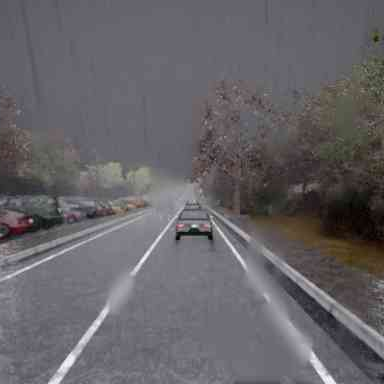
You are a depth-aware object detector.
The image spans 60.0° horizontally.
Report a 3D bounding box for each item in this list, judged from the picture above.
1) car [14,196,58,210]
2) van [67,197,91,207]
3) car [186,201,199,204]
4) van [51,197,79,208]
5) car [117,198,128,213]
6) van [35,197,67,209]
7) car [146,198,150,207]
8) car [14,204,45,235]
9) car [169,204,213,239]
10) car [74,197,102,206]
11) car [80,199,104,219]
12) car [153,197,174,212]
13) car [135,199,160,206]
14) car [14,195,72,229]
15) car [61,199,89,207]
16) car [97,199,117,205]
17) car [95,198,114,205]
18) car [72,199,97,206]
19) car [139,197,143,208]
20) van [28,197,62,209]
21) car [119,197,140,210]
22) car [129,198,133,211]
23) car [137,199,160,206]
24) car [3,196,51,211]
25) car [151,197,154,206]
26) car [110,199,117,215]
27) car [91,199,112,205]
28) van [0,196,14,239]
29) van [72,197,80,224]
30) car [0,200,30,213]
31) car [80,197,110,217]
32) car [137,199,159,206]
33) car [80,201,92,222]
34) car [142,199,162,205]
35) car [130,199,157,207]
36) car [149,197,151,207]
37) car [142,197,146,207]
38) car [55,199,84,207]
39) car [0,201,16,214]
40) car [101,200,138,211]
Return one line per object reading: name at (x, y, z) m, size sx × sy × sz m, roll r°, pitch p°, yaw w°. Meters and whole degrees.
car at (-23.335, 1.667, 49.956) m, size 5.566 × 2.045 × 2.435 m, roll 0°, pitch -1°, yaw 0°
van at (-23.464, 2.012, 69.212) m, size 4.442 × 1.987 × 1.878 m, roll 0°, pitch -1°, yaw 0°
car at (0.088, 1.733, 37.881) m, size 2.128 × 1.511 × 4.902 m, roll 0°, pitch -1°, yaw 0°
van at (-23.246, 1.857, 61.050) m, size 4.442 × 1.987 × 1.878 m, roll 0°, pitch -1°, yaw 0°
car at (-10.109, 1.713, 35.977) m, size 5.366 × 1.575 × 1.946 m, roll 0°, pitch -1°, yaw 0°
van at (-23.475, 1.773, 55.495) m, size 4.442 × 1.987 × 1.878 m, roll 0°, pitch -1°, yaw 0°
car at (-10.306, 2.069, 58.184) m, size 4.792 × 1.488 × 2.163 m, roll 0°, pitch -1°, yaw 0°
car at (-10.340, 1.491, 16.571) m, size 4.792 × 1.488 × 2.163 m, roll 0°, pitch 0°, yaw 0°
car at (0.103, 1.583, 17.414) m, size 2.033 × 1.411 × 5.357 m, roll 0°, pitch 0°, yaw 0°
car at (-23.372, 2.116, 74.875) m, size 5.566 × 2.045 × 2.435 m, roll 0°, pitch -1°, yaw 0°
car at (-10.296, 1.594, 27.649) m, size 5.008 × 1.535 × 2.097 m, roll 0°, pitch -1°, yaw 0°
car at (-3.350, 1.809, 43.092) m, size 2.128 × 1.511 × 4.902 m, roll 0°, pitch -1°, yaw 0°
car at (-10.078, 2.365, 74.827) m, size 5.366 × 1.575 × 1.946 m, roll 0°, pitch -1°, yaw 0°
car at (-10.337, 1.221, 19.325) m, size 5.566 × 2.045 × 2.435 m, roll 0°, pitch -1°, yaw 0°
car at (-23.379, 2.209, 66.436) m, size 4.792 × 1.488 × 2.163 m, roll 0°, pitch -1°, yaw 0°
car at (-23.324, 2.751, 91.362) m, size 5.008 × 1.535 × 2.097 m, roll 0°, pitch -1°, yaw 0°
car at (-23.363, 2.561, 88.594) m, size 4.553 × 1.767 × 2.185 m, roll 0°, pitch -1°, yaw 0°
car at (-23.317, 2.332, 72.100) m, size 4.792 × 1.488 × 2.163 m, roll 0°, pitch -1°, yaw 0°
car at (-10.254, 1.948, 49.856) m, size 4.792 × 1.488 × 2.163 m, roll 0°, pitch -1°, yaw 0°
van at (-23.244, 1.733, 52.725) m, size 4.442 × 1.987 × 1.878 m, roll 0°, pitch -1°, yaw 0°
car at (-10.103, 1.834, 44.304) m, size 5.366 × 1.575 × 1.946 m, roll 0°, pitch -1°, yaw 0°
car at (-10.297, 1.798, 41.529) m, size 4.892 × 1.521 × 2.231 m, roll 0°, pitch -1°, yaw 0°
car at (-10.444, 2.494, 80.378) m, size 5.366 × 1.575 × 1.946 m, roll 0°, pitch -1°, yaw 0°
car at (-23.337, 1.627, 47.186) m, size 5.566 × 2.045 × 2.435 m, roll 0°, pitch -1°, yaw 0°
car at (-10.266, 2.130, 63.736) m, size 4.892 × 1.521 × 2.231 m, roll 0°, pitch -1°, yaw 0°
car at (-10.266, 1.549, 33.203) m, size 4.553 × 1.767 × 2.185 m, roll 0°, pitch -1°, yaw 0°
car at (-23.305, 2.655, 85.945) m, size 4.792 × 1.488 × 2.163 m, roll 0°, pitch -1°, yaw 0°
van at (-10.196, 1.240, 13.788) m, size 4.442 × 1.987 × 1.878 m, roll 0°, pitch 0°, yaw 0°
van at (-10.189, 1.287, 22.100) m, size 4.442 × 1.987 × 1.878 m, roll 0°, pitch -1°, yaw 0°
car at (-23.364, 1.797, 41.641) m, size 5.008 × 1.535 × 2.097 m, roll 0°, pitch -1°, yaw 0°
car at (-10.268, 1.509, 30.427) m, size 4.553 × 1.767 × 2.185 m, roll 0°, pitch -1°, yaw 0°
car at (-10.267, 2.433, 77.602) m, size 4.892 × 1.521 × 2.231 m, roll 0°, pitch -1°, yaw 0°
car at (-10.306, 1.594, 24.873) m, size 4.674 × 1.452 × 2.002 m, roll 0°, pitch -1°, yaw 0°
car at (-10.260, 2.626, 85.929) m, size 5.008 × 1.535 × 2.097 m, roll 0°, pitch -1°, yaw 0°
car at (-10.082, 2.235, 69.155) m, size 5.366 × 1.575 × 1.946 m, roll 0°, pitch -1°, yaw 0°
car at (-10.306, 1.957, 60.959) m, size 4.553 × 1.767 × 2.185 m, roll 0°, pitch -1°, yaw 0°
car at (-10.252, 1.988, 52.632) m, size 4.792 × 1.488 × 2.163 m, roll 0°, pitch -1°, yaw 0°
car at (-23.381, 2.159, 63.797) m, size 4.792 × 1.488 × 2.163 m, roll 0°, pitch -1°, yaw 0°
car at (-23.375, 1.795, 38.746) m, size 4.674 × 1.452 × 2.002 m, roll 0°, pitch -1°, yaw 0°
car at (-10.257, 1.907, 47.080) m, size 4.792 × 1.488 × 2.163 m, roll 0°, pitch -1°, yaw 0°
